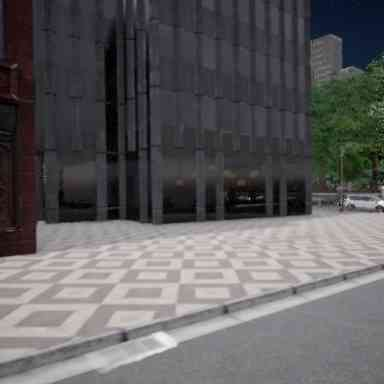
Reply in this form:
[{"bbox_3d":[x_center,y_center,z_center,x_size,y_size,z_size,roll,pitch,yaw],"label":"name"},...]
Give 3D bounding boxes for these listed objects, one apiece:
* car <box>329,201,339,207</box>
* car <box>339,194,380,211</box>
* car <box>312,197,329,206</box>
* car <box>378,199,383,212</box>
[{"bbox_3d":[22.449,1.494,47.441,1.947,1.339,4.313,-1,1,-35],"label":"car"},{"bbox_3d":[21.001,1.357,39.487,2.150,2.045,5.566,-1,2,-35],"label":"car"},{"bbox_3d":[19.305,1.479,51.901,2.008,1.369,4.403,-1,1,-35],"label":"car"},{"bbox_3d":[21.774,1.649,33.603,1.947,1.339,4.313,-1,1,-35],"label":"car"}]
